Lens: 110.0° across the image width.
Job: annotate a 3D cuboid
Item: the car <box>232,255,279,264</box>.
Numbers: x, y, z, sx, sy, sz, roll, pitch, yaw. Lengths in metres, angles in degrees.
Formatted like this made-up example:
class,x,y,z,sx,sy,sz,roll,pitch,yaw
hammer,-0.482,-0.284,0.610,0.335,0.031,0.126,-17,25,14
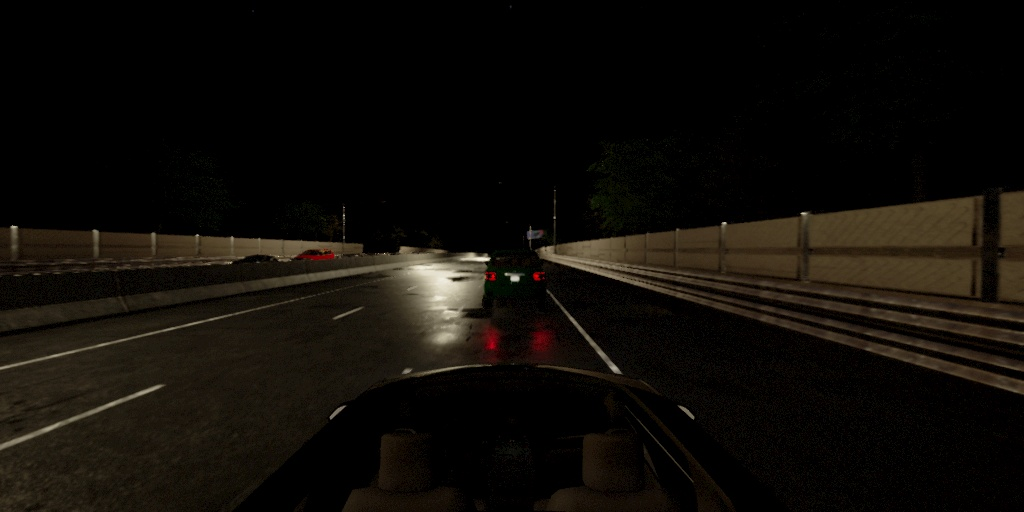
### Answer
class,x,y,z,sx,sy,sz,roll,pitch,yaw
car,-24.584,0.648,34.521,1.837,1.490,4.892,0,1,0

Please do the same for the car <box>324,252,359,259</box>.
class,x,y,z,sx,sy,sz,roll,pitch,yaw
car,-17.575,0.568,38.472,2.128,1.511,4.902,0,1,0

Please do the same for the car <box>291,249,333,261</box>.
class,x,y,z,sx,sy,sz,roll,pitch,yaw
car,-21.072,0.300,38.336,2.150,2.045,5.566,0,1,0

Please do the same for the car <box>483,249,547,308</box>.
class,x,y,z,sx,sy,sz,roll,pitch,yaw
car,0.096,0.758,13.998,2.150,2.045,5.566,0,1,0
